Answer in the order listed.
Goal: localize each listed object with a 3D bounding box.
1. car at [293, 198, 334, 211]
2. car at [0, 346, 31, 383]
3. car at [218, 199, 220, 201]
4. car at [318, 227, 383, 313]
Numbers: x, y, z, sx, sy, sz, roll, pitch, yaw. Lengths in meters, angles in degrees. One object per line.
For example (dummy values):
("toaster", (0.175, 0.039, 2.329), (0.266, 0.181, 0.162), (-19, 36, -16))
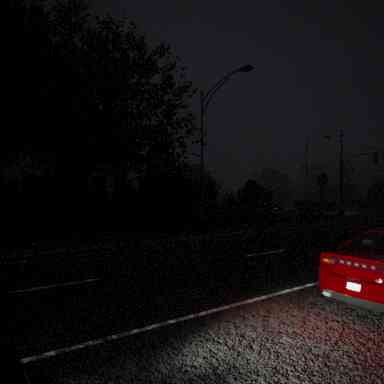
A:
("car", (14.488, 1.477, 39.849), (1.882, 1.535, 5.008), (0, 0, -33))
("car", (-3.337, 1.492, 1.373), (4.902, 1.511, 2.128), (0, 0, -35))
("car", (3.253, 1.441, 57.757), (1.812, 1.442, 4.674), (0, 1, -32))
("car", (4.797, 1.478, 7.146), (5.008, 1.535, 1.882), (0, 0, -35))
